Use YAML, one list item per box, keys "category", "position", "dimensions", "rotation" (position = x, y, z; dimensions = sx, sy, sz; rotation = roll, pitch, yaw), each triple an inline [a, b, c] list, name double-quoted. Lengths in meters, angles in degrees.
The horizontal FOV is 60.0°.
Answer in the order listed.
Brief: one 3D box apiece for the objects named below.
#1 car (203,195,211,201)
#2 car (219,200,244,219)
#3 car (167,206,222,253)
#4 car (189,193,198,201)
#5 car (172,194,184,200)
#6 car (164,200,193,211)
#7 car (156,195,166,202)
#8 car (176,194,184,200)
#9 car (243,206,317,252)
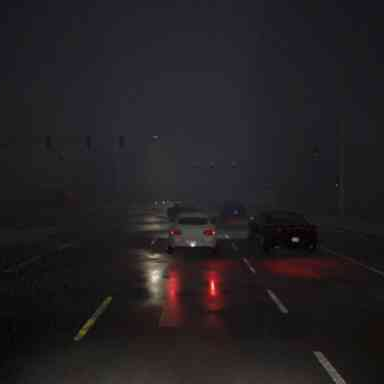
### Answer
- category: "car"
  position: [3.823, 1.460, 85.842]
  dimensions: [1.882, 1.535, 5.008]
  rotation: [0, 0, 1]
- category: "car"
  position: [3.502, 1.473, 29.127]
  dimensions: [1.882, 1.535, 5.008]
  rotation: [0, 0, 0]
- category: "car"
  position: [0.051, 1.523, 13.528]
  dimensions: [1.812, 1.442, 4.674]
  rotation: [0, 0, 1]
- category: "car"
  position: [0.324, 1.578, 85.928]
  dimensions: [1.895, 1.301, 4.718]
  rotation: [0, 0, 1]
- category: "car"
  position: [-3.366, 1.467, 74.099]
  dimensions: [1.882, 1.535, 5.008]
  rotation: [0, 0, 1]
- category: "car"
  position: [-0.846, 1.597, 27.165]
  dimensions: [1.895, 1.301, 4.718]
  rotation: [0, 0, -14]
- category: "car"
  position: [-6.865, 1.467, 74.155]
  dimensions: [1.882, 1.535, 5.008]
  rotation: [0, 0, 1]
- category: "car"
  position: [-3.115, 1.248, 89.763]
  dimensions: [1.837, 1.490, 4.892]
  rotation: [0, 0, 1]
- category: "car"
  position: [3.554, 1.475, 13.843]
  dimensions: [1.882, 1.535, 5.008]
  rotation: [0, 0, 1]
